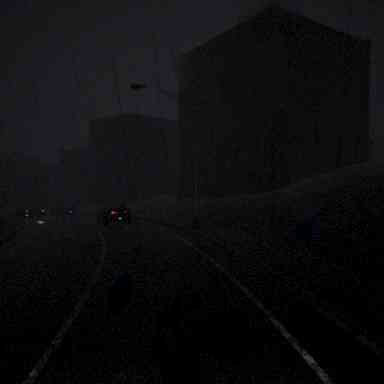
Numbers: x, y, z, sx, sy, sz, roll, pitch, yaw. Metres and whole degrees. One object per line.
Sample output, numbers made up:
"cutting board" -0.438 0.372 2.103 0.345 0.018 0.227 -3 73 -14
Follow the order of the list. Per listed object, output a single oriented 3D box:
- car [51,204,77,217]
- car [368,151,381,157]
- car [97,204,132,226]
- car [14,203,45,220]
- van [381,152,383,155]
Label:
"car" -14.858 2.085 38.595 1.812 1.442 4.674 -2 -1 -39
"car" 32.713 -6.245 57.444 2.002 1.452 4.674 0 2 9
"car" -5.774 1.607 24.352 2.128 1.511 4.902 -1 -1 -24
"car" -17.791 2.038 36.340 2.097 1.767 4.553 -2 -1 -42
"van" 31.828 -6.326 51.865 1.878 1.987 4.442 0 2 9
